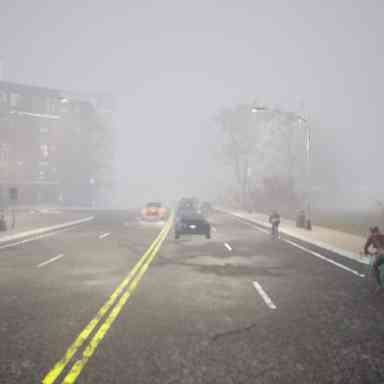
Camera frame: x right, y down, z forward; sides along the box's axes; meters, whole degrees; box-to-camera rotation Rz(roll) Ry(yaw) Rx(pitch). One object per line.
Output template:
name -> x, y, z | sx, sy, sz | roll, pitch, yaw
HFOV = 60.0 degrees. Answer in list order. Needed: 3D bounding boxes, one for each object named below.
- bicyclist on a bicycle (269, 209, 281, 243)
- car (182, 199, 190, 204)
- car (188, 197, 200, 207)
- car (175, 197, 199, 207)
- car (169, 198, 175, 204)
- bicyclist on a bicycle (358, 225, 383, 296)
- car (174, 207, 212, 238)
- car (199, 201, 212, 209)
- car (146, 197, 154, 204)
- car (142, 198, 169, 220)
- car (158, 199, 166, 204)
bicyclist on a bicycle -> 4.101, 1.688, 16.509 | 0.582, 1.620, 1.656 | 0, -1, -1
car -> -1.655, 2.610, 90.905 | 1.994, 1.385, 4.181 | 0, -1, -7
car -> 0.358, 2.092, 71.885 | 2.150, 2.045, 5.566 | 0, -1, -5
car -> -0.703, 1.729, 41.784 | 2.150, 2.045, 5.566 | 0, -1, -3
car -> -4.888, 2.515, 90.573 | 1.882, 1.535, 5.008 | 0, -1, -7
bicyclist on a bicycle -> 4.148, 1.576, 7.423 | 0.582, 1.620, 1.656 | 0, -1, 0
car -> 0.009, 1.806, 19.379 | 1.994, 1.385, 4.181 | 0, -1, -1
car -> 2.022, 2.142, 51.148 | 1.837, 1.490, 4.892 | 0, 0, -3
car -> -11.442, 2.349, 90.639 | 2.097, 1.767, 4.553 | 0, -1, -7
car -> -3.644, 1.725, 32.334 | 2.097, 1.767, 4.553 | 0, -1, -2
car -> -8.216, 2.569, 91.022 | 1.994, 1.385, 4.181 | 0, -1, -7
